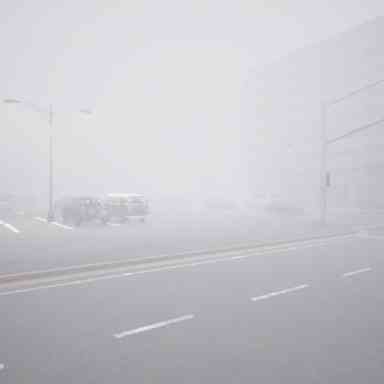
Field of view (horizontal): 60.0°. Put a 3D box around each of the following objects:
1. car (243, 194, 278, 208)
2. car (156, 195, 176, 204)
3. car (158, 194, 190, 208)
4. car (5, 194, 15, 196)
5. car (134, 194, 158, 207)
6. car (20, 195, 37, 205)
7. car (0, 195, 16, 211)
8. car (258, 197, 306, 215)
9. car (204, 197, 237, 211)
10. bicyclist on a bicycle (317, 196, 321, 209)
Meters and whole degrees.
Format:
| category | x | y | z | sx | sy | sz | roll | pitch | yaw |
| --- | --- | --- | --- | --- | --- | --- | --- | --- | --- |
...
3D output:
| category | x | y | z | sx | sy | sz | roll | pitch | yaw |
| --- | --- | --- | --- | --- | --- | --- | --- | --- | --- |
| car | 9.599 | 1.277 | 46.121 | 2.150 | 2.045 | 5.566 | 0 | 0 | -35 |
| car | -5.263 | 1.407 | 67.039 | 2.097 | 1.767 | 4.553 | 0 | 0 | -35 |
| car | -2.495 | 1.277 | 50.746 | 2.150 | 2.045 | 5.566 | 0 | 0 | -36 |
| car | -29.620 | 1.212 | 53.761 | 1.905 | 1.878 | 3.866 | 0 | 0 | -35 |
| car | -8.871 | 1.547 | 66.054 | 2.128 | 1.511 | 4.902 | 0 | 0 | -35 |
| car | -27.224 | 1.209 | 55.386 | 1.932 | 1.855 | 4.605 | 0 | 0 | -35 |
| car | -21.753 | 1.451 | 37.932 | 1.970 | 1.475 | 3.806 | 0 | 0 | -35 |
| car | 9.357 | 1.581 | 34.106 | 1.812 | 1.442 | 4.674 | 0 | 0 | -36 |
| car | 3.599 | 1.407 | 42.168 | 2.097 | 1.767 | 4.553 | 0 | 0 | -35 |
| bicyclist on a bicycle | 16.570 | 1.356 | 42.879 | 1.656 | 1.620 | 0.582 | 0 | 0 | -35 |
